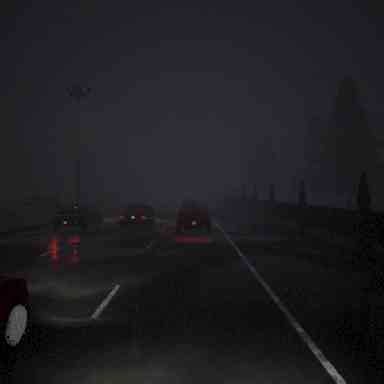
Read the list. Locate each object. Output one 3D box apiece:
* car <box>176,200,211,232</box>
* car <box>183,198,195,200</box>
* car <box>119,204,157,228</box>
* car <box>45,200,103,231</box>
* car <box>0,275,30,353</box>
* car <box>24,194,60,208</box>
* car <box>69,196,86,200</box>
[{"bbox_3d":[0.080,1.446,19.691,1.882,1.535,5.008,0,0,0],"label":"car"},{"bbox_3d":[-0.348,1.416,38.540,1.882,1.535,5.008,0,0,-2],"label":"car"},{"bbox_3d":[-3.434,1.513,21.672,2.033,1.411,5.357,0,0,-1],"label":"car"},{"bbox_3d":[-6.929,1.459,20.558,2.128,1.511,4.902,0,0,0],"label":"car"},{"bbox_3d":[-3.401,1.473,3.094,1.882,1.535,5.008,0,0,0],"label":"car"},{"bbox_3d":[-14.329,1.174,31.562,2.150,2.045,5.566,0,0,-2],"label":"car"},{"bbox_3d":[-18.297,1.422,52.696,2.128,1.511,4.902,0,0,-1],"label":"car"}]
